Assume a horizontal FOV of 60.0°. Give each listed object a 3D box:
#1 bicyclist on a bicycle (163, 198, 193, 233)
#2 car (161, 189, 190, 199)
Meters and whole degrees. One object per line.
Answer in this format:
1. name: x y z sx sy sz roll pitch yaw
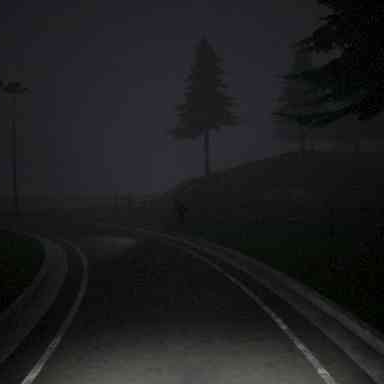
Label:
1. bicyclist on a bicycle: -0.643 1.100 15.851 1.656 1.620 0.582 -3 5 -30
2. car: -3.692 0.359 67.693 2.150 2.045 5.566 0 1 43
